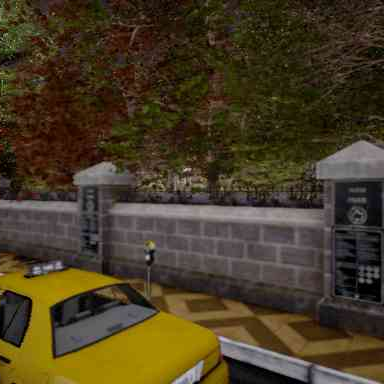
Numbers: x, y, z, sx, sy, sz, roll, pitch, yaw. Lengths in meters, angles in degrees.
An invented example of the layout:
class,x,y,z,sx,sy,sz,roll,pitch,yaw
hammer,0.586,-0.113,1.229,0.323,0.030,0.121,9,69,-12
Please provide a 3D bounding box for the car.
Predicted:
class,x,y,z,sx,sy,sz,roll,pitch,yaw
car,-1.934,1.526,4.093,4.829,1.417,1.752,0,0,35
